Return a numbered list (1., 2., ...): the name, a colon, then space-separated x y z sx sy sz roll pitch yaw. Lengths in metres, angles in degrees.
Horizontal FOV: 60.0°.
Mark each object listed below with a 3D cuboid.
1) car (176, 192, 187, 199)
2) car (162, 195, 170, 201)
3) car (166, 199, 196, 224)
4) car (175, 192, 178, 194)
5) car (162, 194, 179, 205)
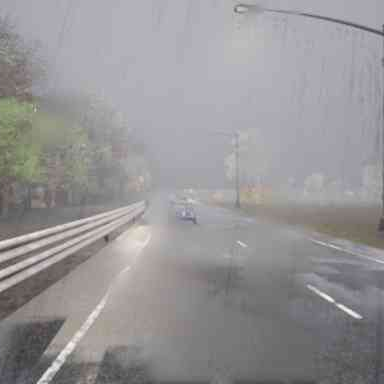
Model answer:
1. car: -2.054 1.368 73.720 1.837 1.490 4.892 0 0 -6
2. car: -6.568 1.417 83.696 1.994 1.385 4.181 0 0 -6
3. car: -0.724 1.516 24.530 2.033 1.411 5.357 0 0 -4
4. car: -3.096 0.912 84.121 2.150 2.045 5.566 0 0 -6
5. car: -3.660 1.522 55.577 1.895 1.301 4.718 0 0 -6
